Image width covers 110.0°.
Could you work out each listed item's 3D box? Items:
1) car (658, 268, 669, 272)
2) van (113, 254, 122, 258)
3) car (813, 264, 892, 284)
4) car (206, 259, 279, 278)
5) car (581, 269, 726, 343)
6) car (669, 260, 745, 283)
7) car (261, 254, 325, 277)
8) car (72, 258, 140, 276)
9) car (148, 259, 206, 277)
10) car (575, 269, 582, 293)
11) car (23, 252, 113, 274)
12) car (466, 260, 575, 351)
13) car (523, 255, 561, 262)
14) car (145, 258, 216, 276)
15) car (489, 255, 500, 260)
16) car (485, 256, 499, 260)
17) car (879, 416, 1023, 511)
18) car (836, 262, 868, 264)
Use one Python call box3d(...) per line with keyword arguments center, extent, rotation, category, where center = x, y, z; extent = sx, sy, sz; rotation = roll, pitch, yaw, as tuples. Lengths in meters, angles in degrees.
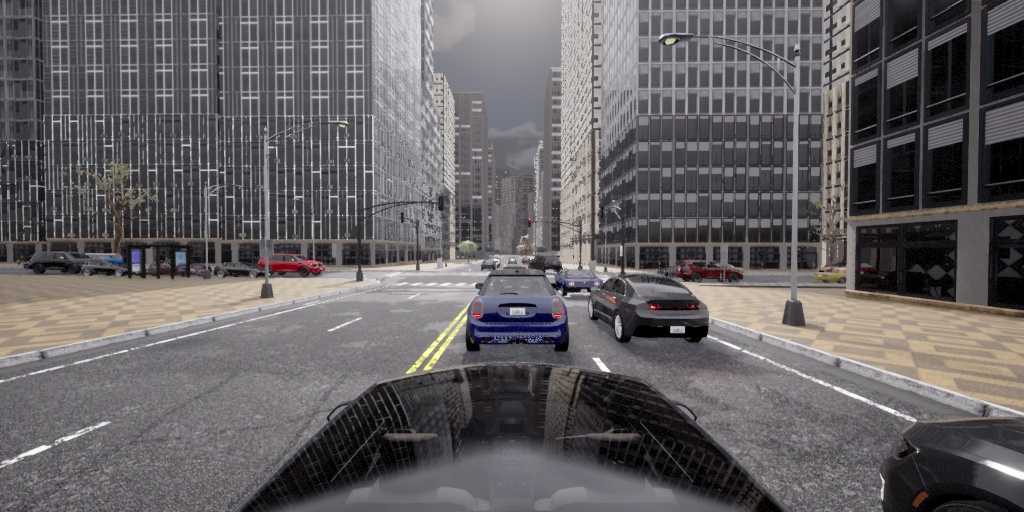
box3d(center=(17.277, 1.417, 35.457), extent=(5.357, 1.411, 2.033), rotation=(1, 1, 1), category="car")
box3d(center=(-45.233, 0.605, 39.286), extent=(3.998, 1.789, 1.690), rotation=(0, 0, 1), category="van")
box3d(center=(27.682, 1.579, 29.486), extent=(4.829, 1.417, 1.751), rotation=(0, 0, 1), category="car")
box3d(center=(-22.690, 1.174, 30.285), extent=(4.313, 1.339, 1.948), rotation=(0, 0, 1), category="car")
box3d(center=(3.361, 1.251, 9.706), extent=(1.837, 1.490, 4.892), rotation=(0, 0, 0), category="car")
box3d(center=(16.234, 1.269, 29.700), extent=(5.009, 1.841, 2.192), rotation=(0, 0, 1), category="car")
box3d(center=(-20.236, 0.808, 32.934), extent=(5.566, 2.045, 2.150), rotation=(0, 1, 1), category="car")
box3d(center=(-34.054, 1.069, 30.608), extent=(4.313, 1.339, 1.948), rotation=(0, 0, 1), category="car")
box3d(center=(-28.374, 1.138, 30.427), extent=(4.207, 1.307, 1.802), rotation=(0, 0, 1), category="car")
box3d(center=(3.376, 1.341, 19.017), extent=(1.895, 1.301, 4.718), rotation=(0, 0, 0), category="car")
box3d(center=(-41.332, 0.616, 33.405), extent=(5.566, 2.045, 2.150), rotation=(1, 1, 2), category="car")
box3d(center=(0.110, 1.099, 9.100), extent=(2.097, 1.767, 4.553), rotation=(0, 0, 0), category="car")
box3d(center=(3.670, 0.919, 41.085), extent=(2.150, 2.045, 5.566), rotation=(-1, 0, -21), category="car")
box3d(center=(-30.595, 0.997, 33.163), extent=(4.892, 1.490, 1.837), rotation=(1, 1, 1), category="car")
box3d(center=(-3.242, 0.925, 60.582), extent=(2.150, 2.045, 5.566), rotation=(0, 0, 0), category="car")
box3d(center=(-3.271, 1.193, 50.633), extent=(1.882, 1.535, 5.008), rotation=(0, 0, 0), category="car")
box3d(center=(3.345, 1.255, 0.308), extent=(1.837, 1.490, 4.892), rotation=(0, 0, 0), category="car")
box3d(center=(32.701, 1.357, 35.160), extent=(4.553, 1.767, 2.097), rotation=(0, 1, 1), category="car")
